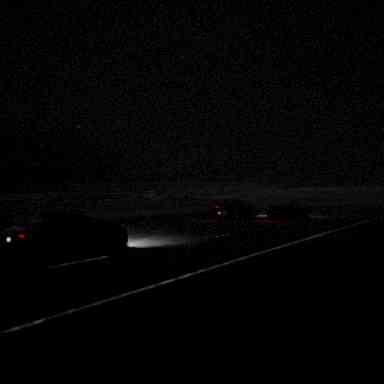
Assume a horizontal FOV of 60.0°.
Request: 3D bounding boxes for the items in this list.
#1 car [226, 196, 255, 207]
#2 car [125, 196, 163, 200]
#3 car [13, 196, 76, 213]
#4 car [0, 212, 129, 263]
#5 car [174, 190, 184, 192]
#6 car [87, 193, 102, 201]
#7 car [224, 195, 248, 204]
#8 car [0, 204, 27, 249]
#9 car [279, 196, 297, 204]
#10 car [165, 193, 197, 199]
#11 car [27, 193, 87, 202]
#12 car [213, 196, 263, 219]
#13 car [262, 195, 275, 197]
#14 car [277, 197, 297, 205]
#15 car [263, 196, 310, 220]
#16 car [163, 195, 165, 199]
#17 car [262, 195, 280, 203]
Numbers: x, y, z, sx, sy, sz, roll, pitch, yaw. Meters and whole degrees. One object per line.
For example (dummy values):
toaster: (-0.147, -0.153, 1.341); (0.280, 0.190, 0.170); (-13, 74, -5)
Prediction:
car: (7.144, 1.329, 48.289); (1.882, 1.535, 5.008); (1, 0, 39)
car: (-5.569, 1.176, 32.574); (1.882, 1.535, 5.008); (1, 0, 39)
car: (-14.405, 1.151, 32.774); (2.033, 1.411, 5.357); (1, 0, 39)
car: (-4.261, 1.405, 11.589); (1.994, 1.385, 4.181); (1, 1, 39)
car: (-3.045, 0.181, 77.853); (2.128, 1.511, 4.902); (1, 2, 26)
car: (-15.412, 0.850, 50.109); (1.812, 1.442, 4.674); (1, 1, 23)
car: (8.073, 1.376, 60.541); (1.882, 1.535, 5.008); (1, 0, 39)
car: (-8.733, 1.300, 11.619); (2.128, 1.511, 4.902); (1, 1, 39)
car: (20.169, 1.679, 69.912); (1.882, 1.535, 5.008); (1, -1, 39)
car: (-0.769, 1.225, 44.083); (2.128, 1.511, 4.902); (1, 0, 39)
car: (-12.248, 0.994, 29.870); (2.097, 1.767, 4.553); (1, 0, 39)
car: (3.587, 1.328, 26.892); (1.837, 1.490, 4.892); (1, 0, 39)
car: (13.123, 1.499, 61.183); (1.837, 1.490, 4.892); (1, -1, 39)
car: (17.441, 1.638, 60.963); (1.994, 1.385, 4.181); (1, -1, 39)
car: (7.759, 1.352, 26.489); (1.882, 1.535, 5.008); (1, 0, 39)
car: (-3.373, 1.174, 46.429); (1.882, 1.535, 5.008); (1, 0, 39)
car: (17.012, 1.503, 71.571); (2.097, 1.767, 4.553); (1, -1, 39)
